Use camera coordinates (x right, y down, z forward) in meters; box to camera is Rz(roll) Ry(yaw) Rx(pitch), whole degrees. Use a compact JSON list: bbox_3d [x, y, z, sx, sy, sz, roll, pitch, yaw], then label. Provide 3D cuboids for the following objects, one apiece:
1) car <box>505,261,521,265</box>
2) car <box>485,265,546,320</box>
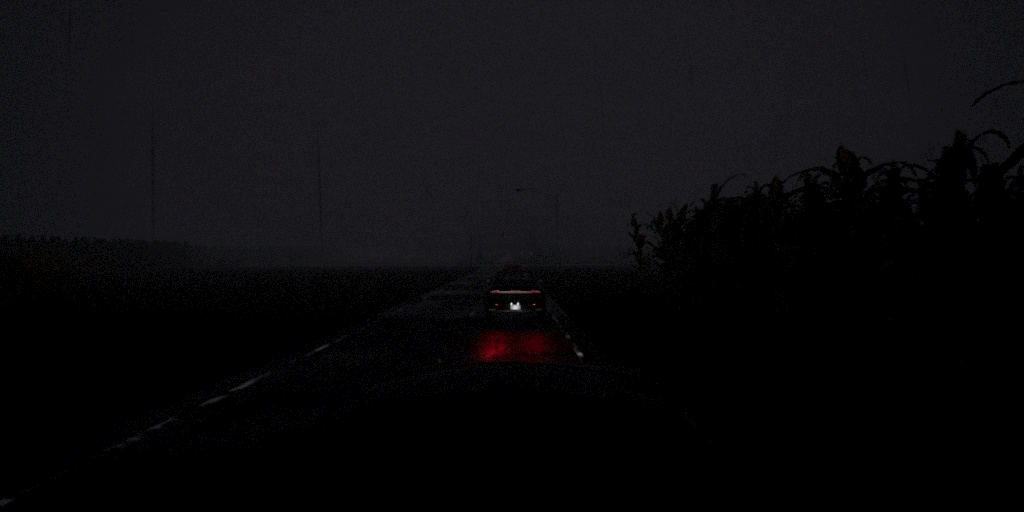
[{"bbox_3d":[0.102,1.211,33.227,1.882,1.535,5.008,0,0,0],"label":"car"},{"bbox_3d":[0.098,1.240,12.574,2.128,1.511,4.902,0,0,0],"label":"car"}]
